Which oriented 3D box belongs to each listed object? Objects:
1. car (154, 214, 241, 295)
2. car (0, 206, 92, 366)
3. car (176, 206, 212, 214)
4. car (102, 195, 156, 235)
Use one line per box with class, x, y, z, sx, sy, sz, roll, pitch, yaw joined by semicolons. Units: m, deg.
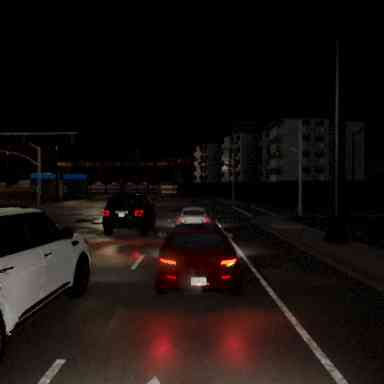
car;0.124;1.522;8.588;1.812;1.442;4.674;0;0;0
car;-3.386;1.222;5.310;2.150;2.045;5.566;0;0;0
car;0.120;1.491;17.879;1.812;1.442;4.674;0;0;1
car;-3.346;1.180;18.510;2.150;2.045;5.566;0;0;0
